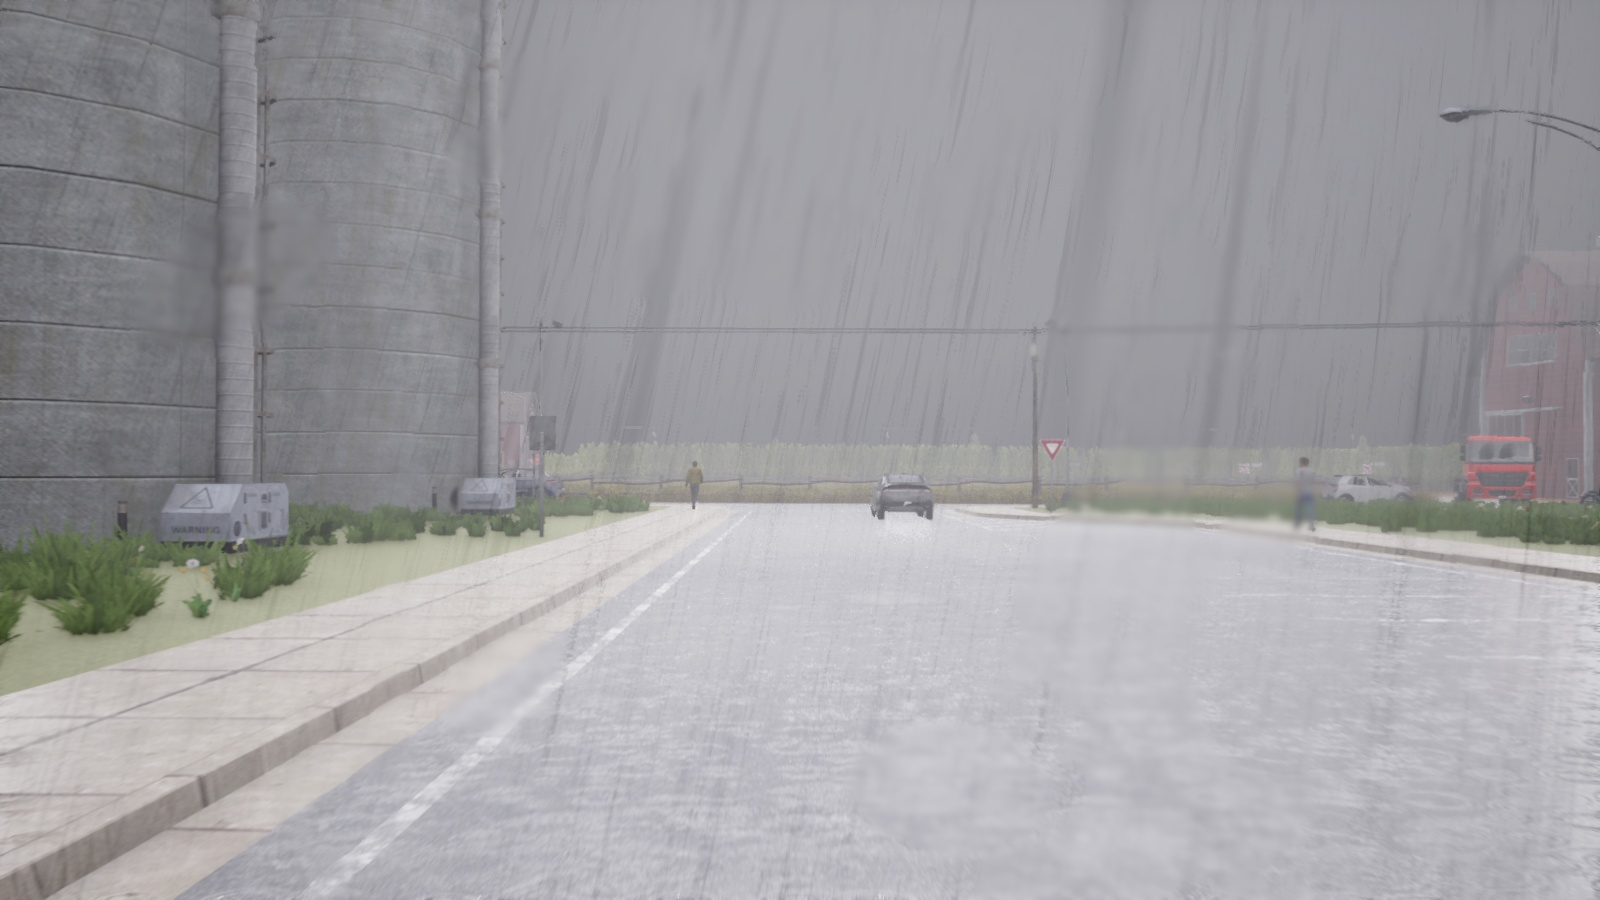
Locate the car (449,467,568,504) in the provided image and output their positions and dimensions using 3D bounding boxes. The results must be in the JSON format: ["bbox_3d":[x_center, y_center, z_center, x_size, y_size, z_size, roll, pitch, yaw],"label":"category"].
[{"bbox_3d":[-13.533,1.625,58.437,5.027,1.651,2.152,0,-1,1],"label":"car"}]

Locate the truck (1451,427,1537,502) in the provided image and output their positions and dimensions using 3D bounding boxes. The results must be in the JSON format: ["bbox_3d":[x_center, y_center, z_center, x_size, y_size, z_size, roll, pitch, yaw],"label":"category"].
[{"bbox_3d":[34.590,0.746,62.855,2.891,3.462,7.936,-1,-1,23],"label":"truck"}]

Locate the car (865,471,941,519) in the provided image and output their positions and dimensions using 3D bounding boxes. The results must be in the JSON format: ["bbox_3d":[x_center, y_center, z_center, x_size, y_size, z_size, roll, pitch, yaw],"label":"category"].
[{"bbox_3d":[3.399,1.465,42.282,2.128,1.511,4.902,0,-1,0],"label":"car"}]

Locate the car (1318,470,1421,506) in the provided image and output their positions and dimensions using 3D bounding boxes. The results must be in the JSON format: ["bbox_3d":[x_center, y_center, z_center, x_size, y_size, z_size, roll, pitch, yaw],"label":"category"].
[{"bbox_3d":[24.671,1.642,54.501,3.633,1.501,1.845,0,-1,0],"label":"car"}]

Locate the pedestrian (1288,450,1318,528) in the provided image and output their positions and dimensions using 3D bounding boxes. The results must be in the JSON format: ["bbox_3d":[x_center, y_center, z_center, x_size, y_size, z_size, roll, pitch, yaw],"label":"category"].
[{"bbox_3d":[12.093,0.927,30.174,0.354,1.836,0.706,0,-1,-7],"label":"pedestrian"}]

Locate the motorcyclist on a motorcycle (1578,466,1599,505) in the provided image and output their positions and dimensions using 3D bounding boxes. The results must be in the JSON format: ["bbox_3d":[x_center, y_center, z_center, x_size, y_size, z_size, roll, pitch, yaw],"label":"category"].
[{"bbox_3d":[34.250,1.494,52.967,2.350,1.649,0.766,-1,-1,24],"label":"motorcyclist on a motorcycle"}]

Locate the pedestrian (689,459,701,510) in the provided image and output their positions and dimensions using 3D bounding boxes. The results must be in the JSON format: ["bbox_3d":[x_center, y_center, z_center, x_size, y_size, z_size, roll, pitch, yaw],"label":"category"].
[{"bbox_3d":[-3.853,1.256,46.031,0.370,1.835,0.726,0,-1,2],"label":"pedestrian"}]
